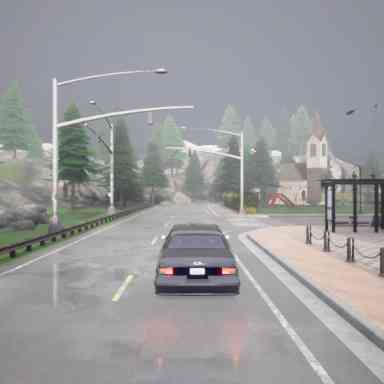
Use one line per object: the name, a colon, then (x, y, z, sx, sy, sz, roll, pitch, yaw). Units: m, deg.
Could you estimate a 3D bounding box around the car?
car: (0.100, 1.547, 8.804, 2.033, 1.411, 5.357, 0, 0, 0)
